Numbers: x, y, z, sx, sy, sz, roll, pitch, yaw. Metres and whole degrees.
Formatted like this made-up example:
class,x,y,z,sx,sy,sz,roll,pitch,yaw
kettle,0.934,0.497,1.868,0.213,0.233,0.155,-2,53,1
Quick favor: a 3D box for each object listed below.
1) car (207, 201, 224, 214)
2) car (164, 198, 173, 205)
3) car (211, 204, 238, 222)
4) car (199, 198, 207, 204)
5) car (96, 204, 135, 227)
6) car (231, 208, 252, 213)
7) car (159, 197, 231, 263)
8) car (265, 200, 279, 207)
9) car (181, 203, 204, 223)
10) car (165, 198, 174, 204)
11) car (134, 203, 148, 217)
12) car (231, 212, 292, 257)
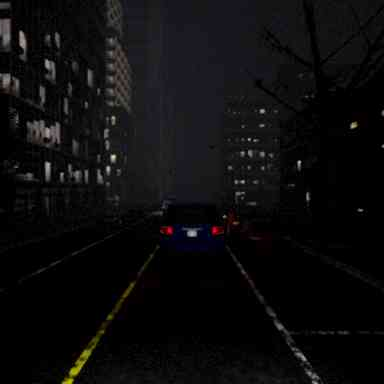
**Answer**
class,x,y,z,sx,sy,sz,roll,pitch,yaw
car,2.839,1.900,41.562,1.752,1.417,4.829,-1,-1,0
car,-5.642,2.244,79.182,1.752,1.417,4.829,-1,-1,0
car,2.831,1.822,30.104,2.008,1.369,4.403,-1,-1,0
car,2.743,2.323,85.000,2.008,1.369,4.403,-1,-1,0
car,-5.786,1.772,24.523,2.008,1.369,4.403,-1,-1,0
car,2.761,1.714,18.816,1.887,1.381,4.507,-1,-1,0
car,0.019,1.339,12.592,2.150,2.045,5.566,0,0,0
car,16.364,2.216,64.514,4.403,1.369,2.008,0,0,1
car,0.046,1.786,28.916,1.812,1.442,4.674,0,0,1
car,-5.637,2.339,85.006,1.947,1.339,4.313,-1,-1,0
car,-5.804,1.868,35.812,1.887,1.381,4.507,-1,-1,0
car,2.723,1.701,13.171,1.802,1.307,4.206,-1,-1,0
